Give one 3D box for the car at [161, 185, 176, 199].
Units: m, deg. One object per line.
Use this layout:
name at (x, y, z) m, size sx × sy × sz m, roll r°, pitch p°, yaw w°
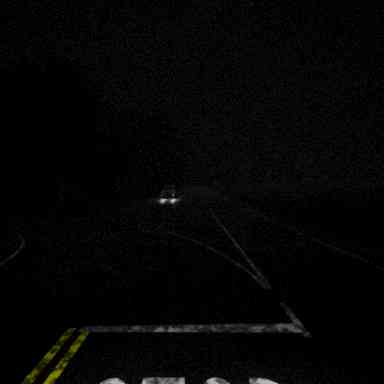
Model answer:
car at (-3.698, -0.036, 52.676) m, size 2.150 × 2.045 × 5.566 m, roll 0°, pitch 2°, yaw 0°
